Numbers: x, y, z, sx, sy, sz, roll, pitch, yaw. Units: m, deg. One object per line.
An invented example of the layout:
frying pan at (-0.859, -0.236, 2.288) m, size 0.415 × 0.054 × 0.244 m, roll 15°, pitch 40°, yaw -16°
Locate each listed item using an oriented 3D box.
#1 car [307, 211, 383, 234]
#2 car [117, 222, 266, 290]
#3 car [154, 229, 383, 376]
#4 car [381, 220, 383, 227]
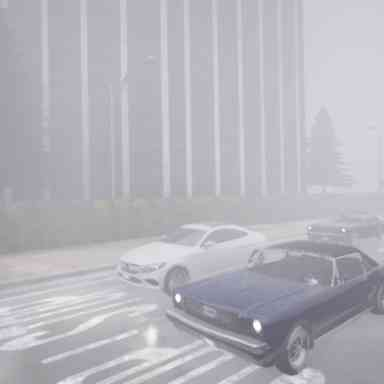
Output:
car at (7.100, 1.577, 15.045) m, size 4.718 × 1.301 × 1.895 m, roll -1°, pitch 0°, yaw -41°
car at (0.264, 1.591, 9.032) m, size 4.674 × 1.442 × 1.812 m, roll -1°, pitch 0°, yaw -41°
car at (1.873, 1.617, 5.793) m, size 4.718 × 1.301 × 1.895 m, roll -1°, pitch 0°, yaw -42°
car at (9.159, 1.469, 12.196) m, size 5.357 × 1.411 × 2.033 m, roll -1°, pitch 0°, yaw -41°
